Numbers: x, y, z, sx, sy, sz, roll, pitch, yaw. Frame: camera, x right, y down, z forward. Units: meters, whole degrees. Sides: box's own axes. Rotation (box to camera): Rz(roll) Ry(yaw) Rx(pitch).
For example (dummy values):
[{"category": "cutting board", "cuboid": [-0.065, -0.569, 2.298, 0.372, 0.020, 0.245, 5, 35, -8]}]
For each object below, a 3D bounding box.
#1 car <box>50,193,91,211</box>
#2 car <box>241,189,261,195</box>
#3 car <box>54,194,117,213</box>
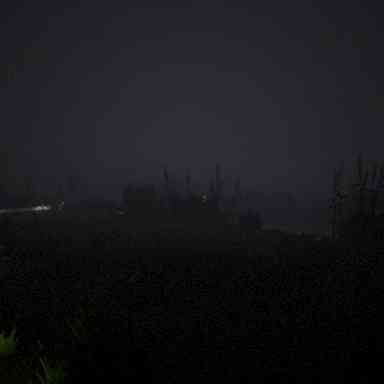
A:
[{"category": "car", "cuboid": [-10.527, 0.961, 30.377, 2.097, 1.767, 4.553, 0, 3, 40]}, {"category": "car", "cuboid": [7.791, 0.640, 44.789, 2.150, 2.045, 5.566, 0, -2, 43]}, {"category": "car", "cuboid": [-8.358, 1.179, 27.264, 1.812, 1.442, 4.674, 0, 3, 41]}]
